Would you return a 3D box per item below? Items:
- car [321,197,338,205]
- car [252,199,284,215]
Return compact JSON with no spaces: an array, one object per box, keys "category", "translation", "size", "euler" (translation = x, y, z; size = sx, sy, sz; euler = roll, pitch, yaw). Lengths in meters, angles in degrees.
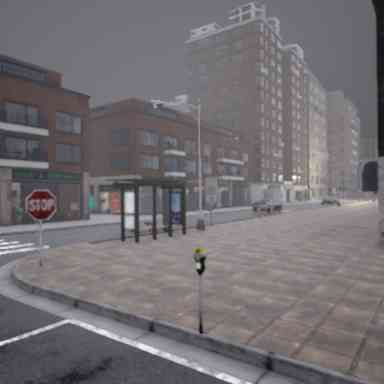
[{"category":"car","translation":[22.991,1.523,55.375],"size":[1.895,1.301,4.718],"euler":[-1,0,36]},{"category":"car","translation":[7.884,1.466,34.208],"size":[2.128,1.511,4.902],"euler":[-1,0,36]}]
